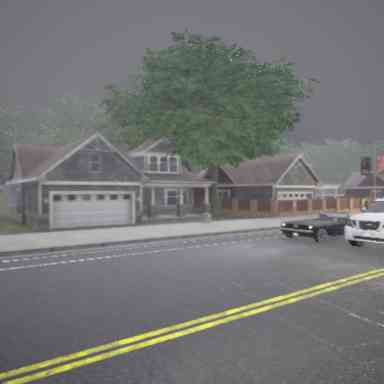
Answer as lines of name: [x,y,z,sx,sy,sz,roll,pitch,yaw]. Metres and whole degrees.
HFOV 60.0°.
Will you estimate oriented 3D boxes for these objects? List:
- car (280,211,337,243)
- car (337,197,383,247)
car: [6.476,1.603,16.293,4.718,1.301,1.895,0,0,-36]
car: [8.696,1.225,13.878,5.566,2.045,2.150,0,0,-36]
